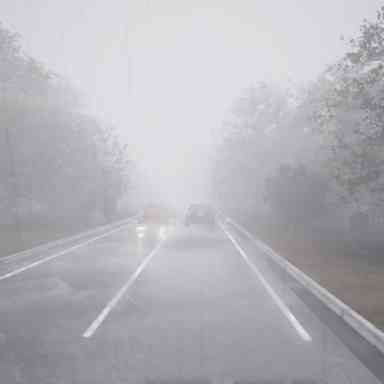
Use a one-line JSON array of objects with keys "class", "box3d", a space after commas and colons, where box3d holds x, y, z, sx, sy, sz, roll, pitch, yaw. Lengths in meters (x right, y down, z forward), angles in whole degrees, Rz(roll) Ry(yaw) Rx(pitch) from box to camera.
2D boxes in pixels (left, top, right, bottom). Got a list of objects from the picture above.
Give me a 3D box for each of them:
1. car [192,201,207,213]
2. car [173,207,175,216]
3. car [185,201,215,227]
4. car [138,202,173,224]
[{"class": "car", "box3d": [1.048, 1.985, 45.825, 1.882, 1.535, 5.008, 0, -1, 1]}, {"class": "car", "box3d": [-2.780, 1.925, 35.305, 1.812, 1.442, 4.674, 0, -1, 1]}, {"class": "car", "box3d": [0.604, 1.633, 25.201, 2.097, 1.767, 4.553, 0, -1, 1]}, {"class": "car", "box3d": [-3.024, 1.624, 27.064, 2.097, 1.767, 4.553, 0, -1, 2]}]
